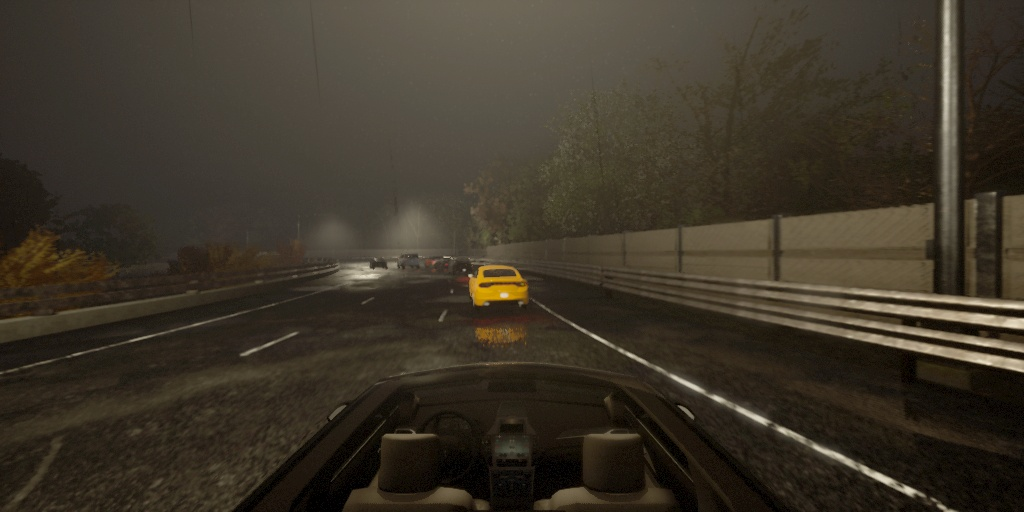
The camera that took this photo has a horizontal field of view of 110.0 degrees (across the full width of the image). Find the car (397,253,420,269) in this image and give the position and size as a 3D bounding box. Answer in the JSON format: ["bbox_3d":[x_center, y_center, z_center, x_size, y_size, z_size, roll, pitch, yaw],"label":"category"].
[{"bbox_3d":[-13.603,0.643,47.101,2.150,2.045,5.566,-1,1,-26],"label":"car"}]

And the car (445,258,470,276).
[{"bbox_3d":[-4.766,0.985,33.127,1.837,1.490,4.892,-1,-1,-16],"label":"car"}]

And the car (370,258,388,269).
[{"bbox_3d":[-17.673,0.940,47.471,2.128,1.511,4.902,-1,1,-26],"label":"car"}]

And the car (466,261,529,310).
[{"bbox_3d":[-0.646,1.113,14.110,1.882,1.535,5.008,-1,0,-9],"label":"car"}]

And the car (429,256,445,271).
[{"bbox_3d":[-7.916,0.964,42.773,2.033,1.411,5.357,-1,1,-26],"label":"car"}]

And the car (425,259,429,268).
[{"bbox_3d":[-10.378,0.731,48.537,2.097,1.767,4.553,-1,1,-26],"label":"car"}]
